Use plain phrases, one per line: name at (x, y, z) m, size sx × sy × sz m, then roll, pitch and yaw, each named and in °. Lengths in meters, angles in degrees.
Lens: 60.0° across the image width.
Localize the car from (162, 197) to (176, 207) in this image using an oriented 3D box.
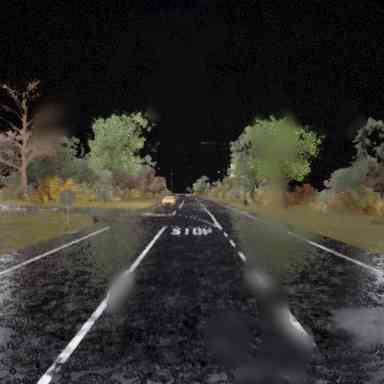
car at (-3.530, 1.454, 50.897) m, size 1.882 × 1.535 × 5.008 m, roll 0°, pitch 0°, yaw 0°
